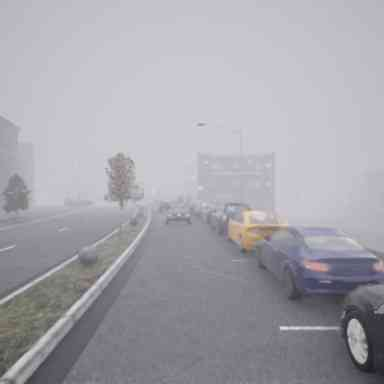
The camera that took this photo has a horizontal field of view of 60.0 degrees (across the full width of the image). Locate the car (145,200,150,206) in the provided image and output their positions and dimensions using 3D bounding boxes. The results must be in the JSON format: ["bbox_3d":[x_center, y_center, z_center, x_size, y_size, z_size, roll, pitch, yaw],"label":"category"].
[{"bbox_3d":[-9.048,2.560,79.321,2.163,1.488,4.792,0,-2,-16],"label":"car"}]

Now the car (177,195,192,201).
[{"bbox_3d":[-1.179,1.446,47.041,2.435,2.045,5.566,0,-1,-10],"label":"car"}]

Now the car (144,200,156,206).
[{"bbox_3d":[-10.725,2.714,84.549,2.097,1.535,5.008,0,-2,-18],"label":"car"}]

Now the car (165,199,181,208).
[{"bbox_3d":[-3.386,1.928,57.858,2.002,1.452,4.674,0,-1,-12],"label":"car"}]

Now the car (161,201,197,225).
[{"bbox_3d":[-1.118,1.621,24.979,2.033,1.411,5.357,0,0,-5],"label":"car"}]

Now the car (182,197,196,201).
[{"bbox_3d":[0.584,1.595,35.932,2.231,1.521,4.892,0,0,-7],"label":"car"}]

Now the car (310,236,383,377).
[{"bbox_3d":[2.995,1.481,2.752,2.231,1.521,4.892,0,0,0],"label":"car"}]

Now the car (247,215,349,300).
[{"bbox_3d":[2.890,1.535,8.299,2.002,1.452,4.674,0,0,-1],"label":"car"}]

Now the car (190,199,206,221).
[{"bbox_3d":[1.264,1.613,30.553,2.002,1.452,4.674,0,0,-6],"label":"car"}]

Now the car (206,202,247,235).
[{"bbox_3d":[2.326,1.408,19.357,2.185,1.767,4.553,0,0,-3],"label":"car"}]

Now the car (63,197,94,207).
[{"bbox_3d":[-21.985,1.910,64.591,5.566,2.045,2.435,0,-2,-15],"label":"car"}]

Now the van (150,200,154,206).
[{"bbox_3d":[-7.500,2.120,74.096,1.878,1.987,4.442,0,-2,-15],"label":"van"}]

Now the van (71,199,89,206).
[{"bbox_3d":[-29.702,2.773,88.034,4.442,1.987,1.878,0,-2,-20],"label":"van"}]

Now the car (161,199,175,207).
[{"bbox_3d":[-4.648,2.057,63.253,2.002,1.452,4.674,0,-1,-13],"label":"car"}]

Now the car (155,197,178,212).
[{"bbox_3d":[-3.268,1.663,41.536,1.837,1.490,4.892,0,0,-9],"label":"car"}]

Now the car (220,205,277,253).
[{"bbox_3d":[2.667,1.514,13.843,2.097,1.535,5.008,0,0,-2],"label":"car"}]
